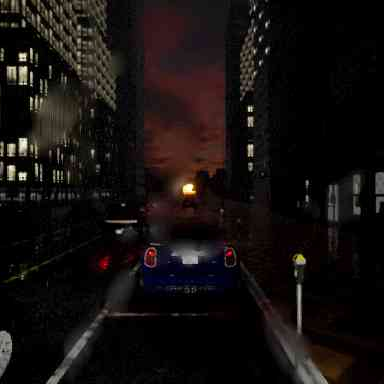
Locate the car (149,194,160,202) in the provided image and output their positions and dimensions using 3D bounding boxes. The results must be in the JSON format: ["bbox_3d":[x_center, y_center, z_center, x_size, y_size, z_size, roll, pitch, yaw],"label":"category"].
[{"bbox_3d":[-8.832,1.391,78.413,1.967,1.590,4.097,0,0,0],"label":"car"}]

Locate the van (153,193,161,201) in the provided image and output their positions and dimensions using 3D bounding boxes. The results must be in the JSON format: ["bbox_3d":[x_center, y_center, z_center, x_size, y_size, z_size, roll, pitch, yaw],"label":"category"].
[{"bbox_3d":[-8.831,1.285,84.106,1.690,1.788,3.998,0,0,0],"label":"van"}]

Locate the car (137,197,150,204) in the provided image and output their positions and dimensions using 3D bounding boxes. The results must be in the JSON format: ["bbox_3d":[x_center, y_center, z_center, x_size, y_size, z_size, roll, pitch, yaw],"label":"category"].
[{"bbox_3d":[-8.832,1.550,61.338,1.802,1.307,4.206,0,0,0],"label":"car"}]

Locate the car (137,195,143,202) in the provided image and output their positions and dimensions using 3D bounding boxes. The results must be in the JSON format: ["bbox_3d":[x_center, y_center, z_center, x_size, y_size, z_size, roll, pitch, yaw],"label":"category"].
[{"bbox_3d":[-6.157,1.527,47.802,2.033,1.411,5.357,0,0,0],"label":"car"}]

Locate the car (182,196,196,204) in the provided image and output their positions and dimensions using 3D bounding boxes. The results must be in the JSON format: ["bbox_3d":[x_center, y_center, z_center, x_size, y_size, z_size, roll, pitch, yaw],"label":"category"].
[{"bbox_3d":[-0.452,1.548,44.248,1.947,1.339,4.313,0,0,0],"label":"car"}]

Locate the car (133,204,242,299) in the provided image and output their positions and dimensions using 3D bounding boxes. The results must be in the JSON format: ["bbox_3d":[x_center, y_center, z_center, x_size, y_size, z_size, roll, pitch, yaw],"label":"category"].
[{"bbox_3d":[-0.032,1.352,8.619,2.097,1.767,4.553,0,0,0],"label":"car"}]

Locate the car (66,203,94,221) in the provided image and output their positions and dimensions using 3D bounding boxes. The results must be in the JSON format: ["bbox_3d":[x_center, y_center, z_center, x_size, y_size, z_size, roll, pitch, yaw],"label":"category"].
[{"bbox_3d":[-8.832,1.575,27.183,1.802,1.307,4.206,0,0,0],"label":"car"}]

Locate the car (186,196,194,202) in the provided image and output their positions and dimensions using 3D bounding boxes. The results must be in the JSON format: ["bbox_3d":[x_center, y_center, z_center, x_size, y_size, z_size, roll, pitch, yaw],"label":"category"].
[{"bbox_3d":[-0.452,1.533,78.399,1.802,1.307,4.206,0,0,0],"label":"car"}]

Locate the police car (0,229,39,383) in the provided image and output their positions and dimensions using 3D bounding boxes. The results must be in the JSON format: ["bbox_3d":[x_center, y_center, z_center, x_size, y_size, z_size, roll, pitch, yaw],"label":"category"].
[{"bbox_3d":[-3.146,1.425,2.334,1.930,1.638,5.238,0,0,0],"label":"police car"}]

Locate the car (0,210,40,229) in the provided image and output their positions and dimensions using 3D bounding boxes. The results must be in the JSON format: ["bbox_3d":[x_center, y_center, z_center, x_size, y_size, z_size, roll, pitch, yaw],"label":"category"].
[{"bbox_3d":[-8.833,1.563,15.800,1.947,1.339,4.313,0,0,0],"label":"car"}]

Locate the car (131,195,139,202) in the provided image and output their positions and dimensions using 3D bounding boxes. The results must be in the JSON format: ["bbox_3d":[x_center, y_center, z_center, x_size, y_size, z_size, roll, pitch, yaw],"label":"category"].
[{"bbox_3d":[-8.833,1.523,49.953,1.887,1.381,4.507,0,0,0],"label":"car"}]

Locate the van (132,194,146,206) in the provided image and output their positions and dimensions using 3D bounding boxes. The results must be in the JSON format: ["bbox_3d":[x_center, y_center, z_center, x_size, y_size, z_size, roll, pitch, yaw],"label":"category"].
[{"bbox_3d":[-8.832,1.315,55.646,1.690,1.788,3.998,0,0,0],"label":"van"}]

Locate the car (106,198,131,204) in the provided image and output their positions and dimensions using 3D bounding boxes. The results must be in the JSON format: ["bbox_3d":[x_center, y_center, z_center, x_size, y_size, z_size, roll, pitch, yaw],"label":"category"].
[{"bbox_3d":[-8.833,1.537,38.569,2.008,1.369,4.403,0,0,0],"label":"car"}]

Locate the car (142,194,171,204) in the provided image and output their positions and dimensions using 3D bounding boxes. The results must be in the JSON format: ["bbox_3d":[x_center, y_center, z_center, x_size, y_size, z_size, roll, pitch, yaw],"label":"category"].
[{"bbox_3d":[-3.123,1.341,31.700,2.097,1.767,4.553,0,0,0],"label":"car"}]

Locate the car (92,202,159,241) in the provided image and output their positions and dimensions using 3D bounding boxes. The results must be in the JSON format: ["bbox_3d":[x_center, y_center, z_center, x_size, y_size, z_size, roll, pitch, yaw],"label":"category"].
[{"bbox_3d":[-3.123,1.490,16.777,2.128,1.511,4.902,0,0,1],"label":"car"}]

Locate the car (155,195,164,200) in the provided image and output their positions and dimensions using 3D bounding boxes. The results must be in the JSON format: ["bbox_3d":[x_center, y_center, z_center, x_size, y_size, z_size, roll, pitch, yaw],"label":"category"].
[{"bbox_3d":[-8.832,1.504,89.799,1.947,1.339,4.313,0,0,0],"label":"car"}]
